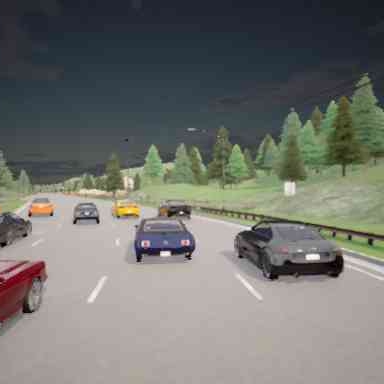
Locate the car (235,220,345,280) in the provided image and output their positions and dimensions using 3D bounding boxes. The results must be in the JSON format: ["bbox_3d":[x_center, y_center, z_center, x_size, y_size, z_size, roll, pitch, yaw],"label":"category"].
[{"bbox_3d":[2.638,1.517,9.941,1.994,1.385,4.181,0,0,-7],"label":"car"}]

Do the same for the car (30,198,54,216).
[{"bbox_3d":[-14.758,1.360,32.678,2.097,1.767,4.553,0,0,-23],"label":"car"}]

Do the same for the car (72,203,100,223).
[{"bbox_3d":[-8.097,1.531,25.429,2.033,1.411,5.357,0,0,-19],"label":"car"}]

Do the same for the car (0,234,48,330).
[{"bbox_3d":[-3.701,1.613,4.625,1.895,1.301,4.718,0,0,-4],"label":"car"}]

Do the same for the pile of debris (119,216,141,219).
[{"bbox_3d":[-5.240,2.132,27.936,1.500,0.140,1.860,0,0,-20],"label":"pile of debris"}]

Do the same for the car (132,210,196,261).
[{"bbox_3d":[-1.156,1.574,12.249,1.895,1.301,4.718,0,0,-9],"label":"car"}]

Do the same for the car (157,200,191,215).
[{"bbox_3d":[-1.570,1.409,27.699,1.882,1.535,5.008,0,0,-18],"label":"car"}]

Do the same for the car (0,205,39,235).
[{"bbox_3d":[-8.722,1.565,14.868,2.033,1.411,5.357,0,0,-12],"label":"car"}]

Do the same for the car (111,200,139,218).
[{"bbox_3d":[-6.090,1.433,29.933,1.882,1.535,5.008,0,0,-21],"label":"car"}]
